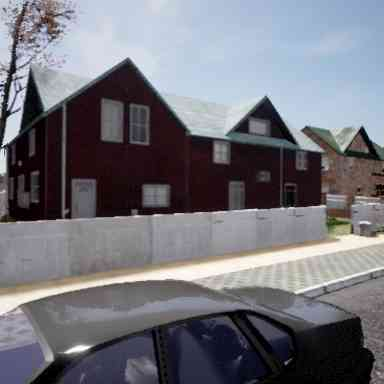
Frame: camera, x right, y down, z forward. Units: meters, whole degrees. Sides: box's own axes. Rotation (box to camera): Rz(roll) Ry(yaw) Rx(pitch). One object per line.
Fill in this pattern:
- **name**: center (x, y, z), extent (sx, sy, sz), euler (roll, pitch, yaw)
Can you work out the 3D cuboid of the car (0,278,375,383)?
- **car**: center (-0.682, 1.543, 2.584), extent (5.357, 1.411, 2.033), euler (0, 0, -35)
